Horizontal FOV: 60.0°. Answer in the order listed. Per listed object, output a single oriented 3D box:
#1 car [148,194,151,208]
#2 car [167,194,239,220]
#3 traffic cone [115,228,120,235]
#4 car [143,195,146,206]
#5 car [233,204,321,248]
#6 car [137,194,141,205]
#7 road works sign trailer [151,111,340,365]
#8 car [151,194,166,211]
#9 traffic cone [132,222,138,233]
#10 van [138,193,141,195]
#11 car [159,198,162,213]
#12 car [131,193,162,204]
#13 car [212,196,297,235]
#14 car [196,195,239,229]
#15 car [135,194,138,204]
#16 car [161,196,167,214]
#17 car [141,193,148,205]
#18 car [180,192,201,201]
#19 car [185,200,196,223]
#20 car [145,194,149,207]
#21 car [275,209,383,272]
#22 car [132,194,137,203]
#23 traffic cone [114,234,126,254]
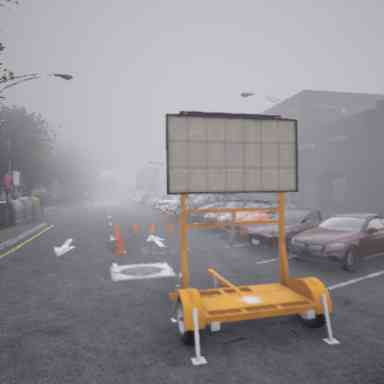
[{"bbox_3d":[-2.370,1.304,39.507,4.553,1.767,2.185,0,0,-34],"label":"car"},{"bbox_3d":[1.333,1.131,24.939,5.566,2.045,2.435,0,0,-34],"label":"car"},{"bbox_3d":[-3.132,1.956,14.228,0.340,0.580,0.340,-1,0,-14],"label":"traffic cone"},{"bbox_3d":[-3.811,1.494,45.340,4.674,1.452,2.002,0,0,-34],"label":"car"},{"bbox_3d":[4.270,1.389,13.308,4.792,1.488,2.163,0,0,-34],"label":"car"},{"bbox_3d":[-5.302,1.481,51.164,5.008,1.535,2.097,0,-1,-34],"label":"car"},{"bbox_3d":[0.690,0.425,5.917,2.380,3.560,2.880,-1,0,-14],"label":"road works sign trailer"},{"bbox_3d":[-0.889,1.156,33.678,5.566,2.045,2.435,0,0,-34],"label":"car"},{"bbox_3d":[-3.155,1.946,18.351,0.340,0.580,0.340,-1,0,-14],"label":"traffic cone"},{"bbox_3d":[-5.944,1.269,54.144,4.442,1.987,1.878,0,-1,-34],"label":"van"},{"bbox_3d":[-0.154,1.428,30.767,4.792,1.488,2.163,0,0,-34],"label":"car"},{"bbox_3d":[-9.013,1.300,65.737,5.566,2.045,2.435,0,0,-34],"label":"car"},{"bbox_3d":[3.581,1.238,16.249,4.553,1.767,2.185,0,0,-34],"label":"car"},{"bbox_3d":[2.843,1.244,19.158,4.553,1.767,2.185,0,0,-34],"label":"car"},{"bbox_3d":[-6.775,1.549,56.983,4.674,1.452,2.002,0,0,-34],"label":"car"},{"bbox_3d":[0.454,1.387,27.767,5.366,1.575,1.946,0,0,-34],"label":"car"},{"bbox_3d":[-4.523,1.342,48.264,4.553,1.767,2.185,0,0,-34],"label":"car"},{"bbox_3d":[-0.417,1.155,84.445,2.435,2.045,5.566,-1,1,-36],"label":"car"},{"bbox_3d":[2.075,1.415,22.054,4.674,1.452,2.002,0,0,-34],"label":"car"},{"bbox_3d":[-3.106,1.316,42.416,4.553,1.767,2.185,0,0,-34],"label":"car"},{"bbox_3d":[5.037,1.396,10.416,4.674,1.452,2.002,0,0,-34],"label":"car"},{"bbox_3d":[-7.681,1.520,59.788,5.366,1.575,1.946,0,0,-34],"label":"car"},{"bbox_3d":[-2.636,1.953,12.290,0.340,0.580,0.340,-1,0,-14],"label":"traffic cone"}]
